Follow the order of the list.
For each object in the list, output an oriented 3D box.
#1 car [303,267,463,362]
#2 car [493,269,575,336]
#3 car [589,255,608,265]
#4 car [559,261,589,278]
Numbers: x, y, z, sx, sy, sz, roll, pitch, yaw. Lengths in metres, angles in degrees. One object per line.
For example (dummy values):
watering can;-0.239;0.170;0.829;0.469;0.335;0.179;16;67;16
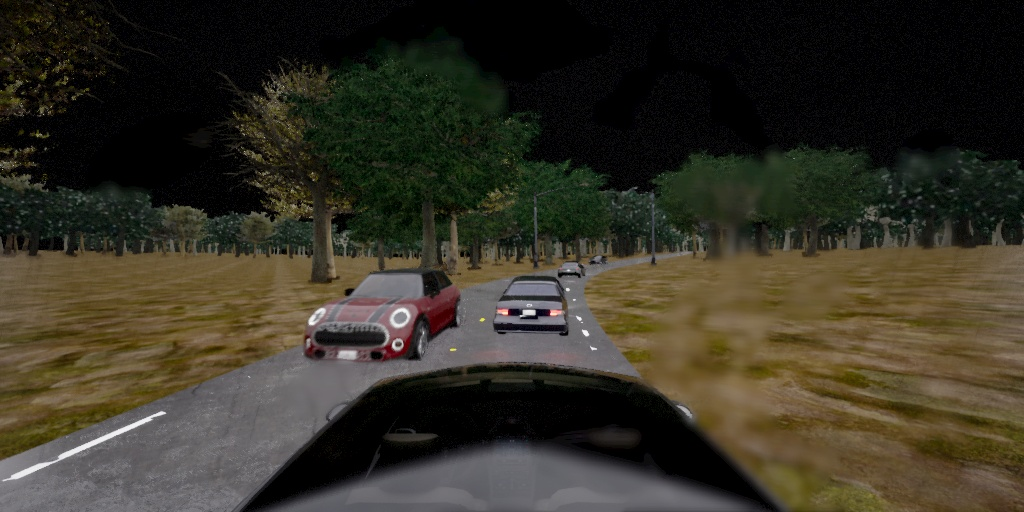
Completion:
car;-2.614;1.097;8.365;2.097;1.767;4.553;0;0;5
car;0.688;1.280;10.384;2.033;1.411;5.357;0;0;7
car;13.473;0.659;55.867;1.837;1.490;4.892;-1;0;32
car;5.229;1.126;31.162;1.994;1.385;4.181;0;0;18
